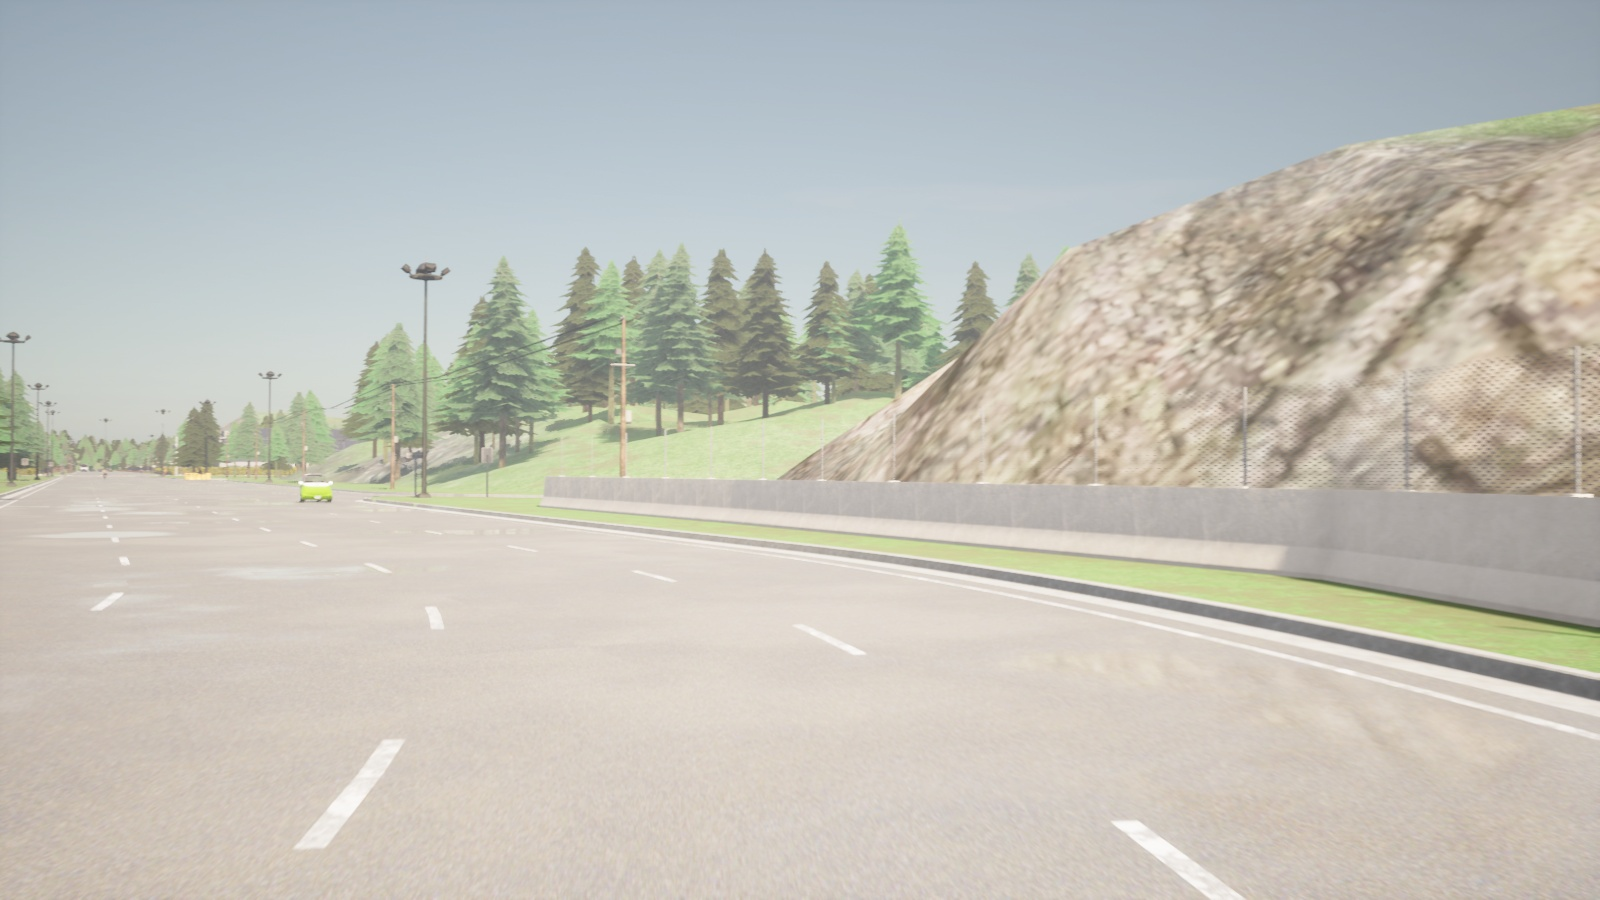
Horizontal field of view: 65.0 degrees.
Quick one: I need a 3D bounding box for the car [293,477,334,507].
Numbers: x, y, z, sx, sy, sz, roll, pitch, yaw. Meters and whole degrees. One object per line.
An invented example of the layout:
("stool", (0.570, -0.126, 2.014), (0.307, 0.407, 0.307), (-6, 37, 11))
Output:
("car", (-22.766, 1.962, 58.728), (1.481, 1.376, 2.207), (0, -1, -30))
